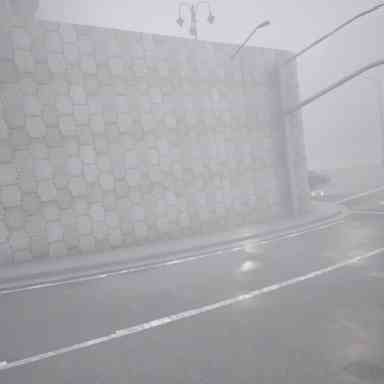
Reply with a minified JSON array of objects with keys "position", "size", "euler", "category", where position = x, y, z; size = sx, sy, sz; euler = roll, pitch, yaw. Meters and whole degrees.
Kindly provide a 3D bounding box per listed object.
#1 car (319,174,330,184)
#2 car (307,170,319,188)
[{"position":[10.709,-1.347,31.814],"size":[1.837,1.490,4.892],"euler":[-11,7,-34],"category":"car"},{"position":[8.042,-0.742,29.605],"size":[2.033,1.411,5.357],"euler":[-11,7,-35],"category":"car"}]
